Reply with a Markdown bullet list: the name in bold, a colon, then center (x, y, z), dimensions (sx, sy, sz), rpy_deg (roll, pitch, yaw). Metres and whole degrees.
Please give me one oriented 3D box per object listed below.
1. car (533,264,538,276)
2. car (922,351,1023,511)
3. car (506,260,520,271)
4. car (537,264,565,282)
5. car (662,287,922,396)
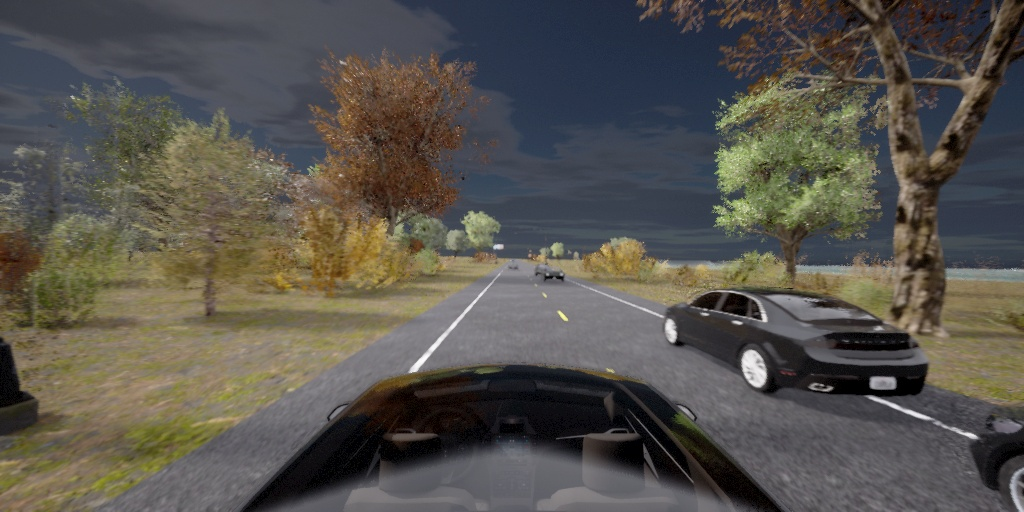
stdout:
- **car**: center (3.640, 1.659, 43.356), dimensions (2.033, 1.411, 5.357), rpy_deg (0, 0, 0)
- **car**: center (4.534, 1.300, 0.817), dimensions (1.812, 1.442, 4.674), rpy_deg (0, 0, 0)
- **car**: center (0.192, 1.716, 59.508), dimensions (1.837, 1.490, 4.892), rpy_deg (0, -1, 0)
- **car**: center (3.650, 1.629, 32.792), dimensions (1.895, 1.301, 4.718), rpy_deg (0, 0, 1)
- **car**: center (4.555, 1.329, 6.816), dimensions (1.837, 1.490, 4.892), rpy_deg (0, 0, 0)
